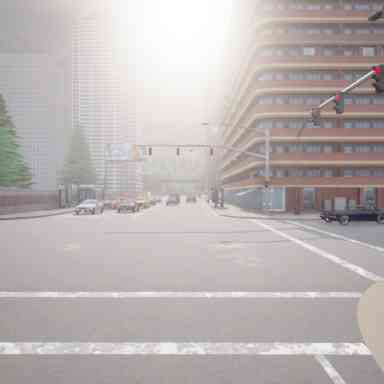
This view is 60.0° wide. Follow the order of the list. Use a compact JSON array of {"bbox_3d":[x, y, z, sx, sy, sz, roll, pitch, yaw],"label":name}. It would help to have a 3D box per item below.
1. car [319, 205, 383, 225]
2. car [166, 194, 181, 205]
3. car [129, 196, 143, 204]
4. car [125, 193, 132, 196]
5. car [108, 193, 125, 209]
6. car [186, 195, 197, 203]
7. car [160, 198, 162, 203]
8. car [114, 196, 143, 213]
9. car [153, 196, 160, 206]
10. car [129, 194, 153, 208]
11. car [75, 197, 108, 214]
[{"bbox_3d":[11.384,1.545,23.162,4.718,1.301,1.895,0,0,-13],"label":"car"},{"bbox_3d":[-3.497,1.547,58.154,2.033,1.411,5.357,0,0,0],"label":"car"},{"bbox_3d":[-10.651,1.505,63.985,1.837,1.490,4.892,0,0,0],"label":"car"},{"bbox_3d":[-10.683,1.221,53.568,2.150,2.045,5.566,0,0,0],"label":"car"},{"bbox_3d":[-10.672,1.352,43.839,2.097,1.767,4.553,0,0,0],"label":"car"},{"bbox_3d":[-0.118,1.350,69.644,2.097,1.767,4.553,0,0,0],"label":"car"},{"bbox_3d":[-7.138,1.526,66.773,1.812,1.442,4.674,0,0,0],"label":"car"},{"bbox_3d":[-7.148,1.526,37.730,1.812,1.442,4.674,0,0,0],"label":"car"},{"bbox_3d":[-7.179,1.491,56.548,2.128,1.511,4.902,0,0,0],"label":"car"},{"bbox_3d":[-7.177,1.477,47.069,1.882,1.535,5.008,0,0,0],"label":"car"},{"bbox_3d":[-10.658,1.526,34.893,1.812,1.442,4.674,0,0,2],"label":"car"}]
